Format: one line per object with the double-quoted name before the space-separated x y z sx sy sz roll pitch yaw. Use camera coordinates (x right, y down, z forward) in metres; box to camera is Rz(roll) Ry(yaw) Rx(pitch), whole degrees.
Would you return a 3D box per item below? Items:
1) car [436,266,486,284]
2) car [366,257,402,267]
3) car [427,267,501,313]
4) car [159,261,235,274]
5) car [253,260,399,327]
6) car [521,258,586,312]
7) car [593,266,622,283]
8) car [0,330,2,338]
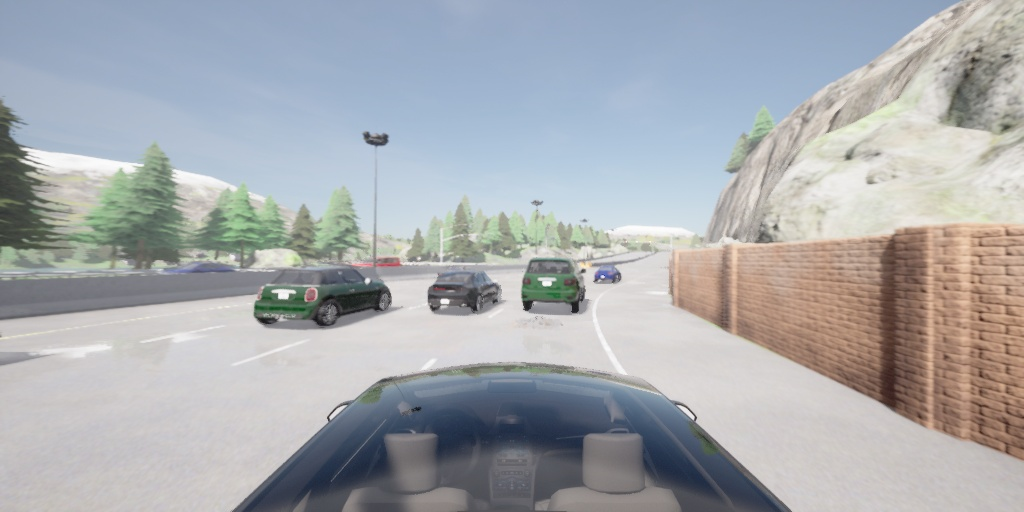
"car" -4.069 1.527 29.682 1.895 1.301 4.718 0 0 24
"car" -13.280 1.100 35.329 2.150 2.045 5.566 0 -1 25
"car" -1.785 1.338 14.637 1.837 1.490 4.892 0 0 12
"car" -23.812 1.237 27.299 1.812 1.442 4.674 0 -1 18
"car" -5.857 1.122 11.799 2.097 1.767 4.553 1 0 9
"car" 1.879 1.095 15.213 2.150 2.045 5.566 0 -1 14
"car" 8.544 1.595 31.927 1.812 1.442 4.674 0 -1 25
"car" -10.242 1.269 4.308 1.895 1.301 4.718 1 0 3
